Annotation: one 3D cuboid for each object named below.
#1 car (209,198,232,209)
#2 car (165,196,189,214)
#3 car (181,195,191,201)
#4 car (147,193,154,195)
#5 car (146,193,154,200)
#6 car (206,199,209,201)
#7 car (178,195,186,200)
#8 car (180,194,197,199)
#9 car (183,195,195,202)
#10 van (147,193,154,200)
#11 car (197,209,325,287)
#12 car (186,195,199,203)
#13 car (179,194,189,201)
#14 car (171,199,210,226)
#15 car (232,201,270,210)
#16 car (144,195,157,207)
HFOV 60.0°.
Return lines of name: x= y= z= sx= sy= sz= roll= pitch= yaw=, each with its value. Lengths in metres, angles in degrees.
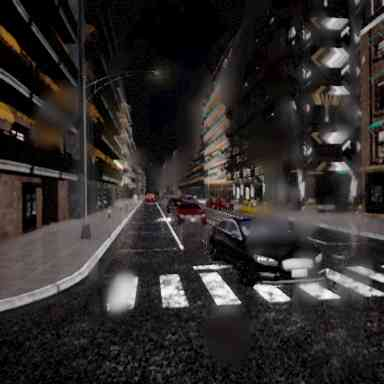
car: x=3.620 y=1.402 z=38.737 sx=1.887 sy=1.381 sz=4.507 roll=-1 pitch=0 yaw=-7
car: x=-1.762 y=1.429 z=35.222 sx=1.837 sy=1.490 sz=4.892 roll=-1 pitch=0 yaw=-7
car: x=-1.356 y=1.388 z=78.060 sx=1.887 sy=1.381 sz=4.507 roll=-1 pitch=0 yaw=-7
car: x=-8.964 y=1.253 z=71.411 sx=2.192 sy=1.841 sz=5.009 roll=-1 pitch=0 yaw=-7
car: x=-11.808 y=1.259 z=93.878 sx=2.192 sy=1.841 sz=5.009 roll=-1 pitch=0 yaw=-7
car: x=2.909 y=1.400 z=44.354 sx=1.887 sy=1.381 sz=4.507 roll=-1 pitch=0 yaw=-7
car: x=-2.777 y=1.426 z=89.294 sx=1.802 sy=1.307 sz=4.206 roll=-1 pitch=0 yaw=-7
car: x=-0.355 y=1.408 z=49.506 sx=1.812 sy=1.442 sz=4.674 roll=-1 pitch=0 yaw=-7
car: x=-0.645 y=1.396 z=72.442 sx=2.008 sy=1.369 sz=4.403 roll=-1 pitch=0 yaw=-7
van: x=-11.096 y=1.278 z=88.263 sx=1.690 sy=1.788 sz=3.998 roll=-1 pitch=0 yaw=-7
car: x=1.794 y=1.456 z=9.435 sx=2.128 sy=1.511 sz=4.902 roll=-1 pitch=0 yaw=-11
car: x=0.066 y=1.398 z=66.824 sx=2.008 sy=1.369 sz=4.403 roll=-1 pitch=0 yaw=-7
car: x=-2.068 y=1.283 z=83.675 sx=1.967 sy=1.590 sz=4.097 roll=-1 pitch=0 yaw=-7
car: x=-0.221 y=1.463 z=22.970 sx=1.812 sy=1.442 sz=4.674 roll=-1 pitch=0 yaw=-7
car: x=5.020 y=1.393 z=27.673 sx=1.752 sy=1.417 sz=4.829 roll=-1 pitch=0 yaw=-7
car: x=-6.118 y=1.528 z=48.940 sx=1.802 sy=1.307 sz=4.206 roll=-1 pitch=0 yaw=-7
